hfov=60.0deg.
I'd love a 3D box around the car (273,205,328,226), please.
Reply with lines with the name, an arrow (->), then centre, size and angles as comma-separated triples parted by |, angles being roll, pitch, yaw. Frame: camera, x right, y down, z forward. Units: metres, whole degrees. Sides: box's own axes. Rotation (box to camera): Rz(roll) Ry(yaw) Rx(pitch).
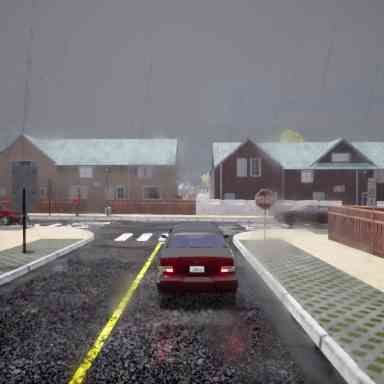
car -> 8.638, 1.642, 23.732 | 5.357, 1.411, 2.033 | 1, 0, 0

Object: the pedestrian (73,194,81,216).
pedestrian -> -9.378, 1.053, 27.144 | 0.375, 1.860, 0.375 | 0, 0, 1

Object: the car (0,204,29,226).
car -> -12.918, 1.410, 21.295 | 4.674, 1.442, 1.812 | 1, 0, 4

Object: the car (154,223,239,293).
car -> 0.094, 1.547, 8.970 | 2.033, 1.411, 5.357 | 0, 0, 0
